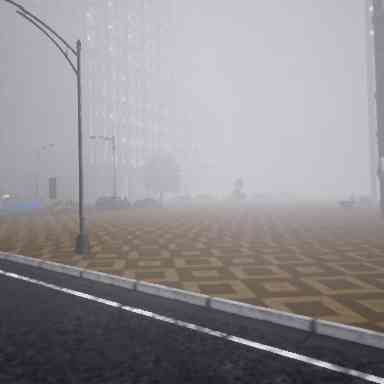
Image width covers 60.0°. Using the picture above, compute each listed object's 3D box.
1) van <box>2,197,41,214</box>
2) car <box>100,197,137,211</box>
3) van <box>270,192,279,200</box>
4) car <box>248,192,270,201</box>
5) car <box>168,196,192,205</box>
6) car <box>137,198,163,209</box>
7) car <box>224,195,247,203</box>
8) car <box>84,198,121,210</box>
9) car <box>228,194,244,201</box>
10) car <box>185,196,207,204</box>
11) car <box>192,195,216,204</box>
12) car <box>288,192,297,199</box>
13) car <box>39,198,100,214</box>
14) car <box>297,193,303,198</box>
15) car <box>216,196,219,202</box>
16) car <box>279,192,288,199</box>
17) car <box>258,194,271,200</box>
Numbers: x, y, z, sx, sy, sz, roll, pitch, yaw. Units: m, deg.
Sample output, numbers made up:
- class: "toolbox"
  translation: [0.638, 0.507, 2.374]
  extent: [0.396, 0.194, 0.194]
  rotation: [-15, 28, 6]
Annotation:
- class: "van"
  translation: [-18.365, 1.435, 36.237]
  extent: [1.690, 1.788, 3.998]
  rotation: [-2, -1, 35]
- class: "car"
  translation: [-8.525, 1.259, 36.336]
  extent: [1.967, 1.590, 4.097]
  rotation: [-2, -1, 35]
- class: "van"
  translation: [17.010, 0.960, 72.995]
  extent: [1.690, 1.788, 3.998]
  rotation: [-2, -1, 35]
- class: "car"
  translation: [13.799, 1.082, 68.427]
  extent: [1.967, 1.590, 4.097]
  rotation: [-2, -1, 35]
- class: "car"
  translation: [-2.402, 1.401, 59.205]
  extent: [1.967, 1.590, 4.097]
  rotation: [-2, -1, 35]
- class: "car"
  translation: [-5.334, 1.374, 40.921]
  extent: [1.802, 1.307, 4.206]
  rotation: [-2, -1, 35]
- class: "car"
  translation: [7.518, 1.214, 59.398]
  extent: [1.752, 1.417, 4.829]
  rotation: [-2, -1, 35]
- class: "car"
  translation: [-12.073, 1.565, 45.283]
  extent: [1.752, 1.417, 4.829]
  rotation: [-2, -1, 35]
- class: "car"
  translation: [10.367, 1.307, 77.580]
  extent: [1.967, 1.590, 4.097]
  rotation: [-2, -1, 35]
- class: "car"
  translation: [0.793, 1.482, 63.797]
  extent: [1.887, 1.381, 4.507]
  rotation: [-2, -1, 35]
- class: "car"
  translation: [1.827, 1.268, 60.553]
  extent: [2.097, 1.767, 4.553]
  rotation: [-2, -1, 35]
- class: "car"
  translation: [23.422, 0.889, 82.141]
  extent: [2.192, 1.841, 5.009]
  rotation: [-2, -1, 35]
- class: "car"
  translation: [-11.612, 1.371, 31.889]
  extent: [1.752, 1.417, 4.829]
  rotation: [-2, -1, 35]
- class: "car"
  translation: [26.652, 1.117, 86.698]
  extent: [1.947, 1.339, 4.313]
  rotation: [-2, -1, 35]
- class: "car"
  translation: [3.985, 1.464, 68.391]
  extent: [2.008, 1.369, 4.403]
  rotation: [-2, -1, 35]
- class: "car"
  translation: [20.216, 1.036, 77.569]
  extent: [1.967, 1.590, 4.097]
  rotation: [-2, -1, 35]
- class: "car"
  translation: [19.947, 1.347, 91.359]
  extent: [1.887, 1.381, 4.507]
  rotation: [-2, -1, 35]
